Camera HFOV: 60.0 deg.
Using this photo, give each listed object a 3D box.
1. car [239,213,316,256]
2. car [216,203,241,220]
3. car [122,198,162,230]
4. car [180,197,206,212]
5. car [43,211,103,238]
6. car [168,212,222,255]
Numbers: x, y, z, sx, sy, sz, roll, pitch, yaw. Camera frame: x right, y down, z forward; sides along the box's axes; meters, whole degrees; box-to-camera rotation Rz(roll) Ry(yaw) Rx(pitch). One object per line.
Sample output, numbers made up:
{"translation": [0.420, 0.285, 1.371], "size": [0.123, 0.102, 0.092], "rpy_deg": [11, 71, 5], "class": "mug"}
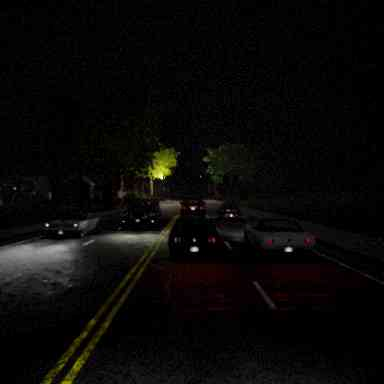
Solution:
{"translation": [3.347, 1.727, 13.716], "size": [1.895, 1.301, 4.718], "rpy_deg": [0, -1, 0], "class": "car"}
{"translation": [3.345, 1.782, 30.681], "size": [1.837, 1.490, 4.892], "rpy_deg": [0, -1, 0], "class": "car"}
{"translation": [-3.351, 1.435, 23.315], "size": [2.150, 2.045, 5.566], "rpy_deg": [0, -1, 0], "class": "car"}
{"translation": [0.096, 1.490, 29.706], "size": [2.150, 2.045, 5.566], "rpy_deg": [0, -1, 0], "class": "car"}
{"translation": [-6.603, 1.774, 18.957], "size": [1.895, 1.301, 4.718], "rpy_deg": [0, -1, 0], "class": "car"}
{"translation": [0.096, 1.728, 13.825], "size": [1.895, 1.301, 4.718], "rpy_deg": [0, -1, 0], "class": "car"}
